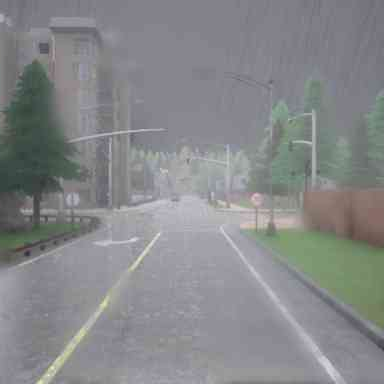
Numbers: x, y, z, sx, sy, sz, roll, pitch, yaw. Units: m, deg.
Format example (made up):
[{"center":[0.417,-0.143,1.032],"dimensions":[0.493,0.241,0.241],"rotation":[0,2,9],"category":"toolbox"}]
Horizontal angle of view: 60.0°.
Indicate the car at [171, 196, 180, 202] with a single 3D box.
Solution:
[{"center":[-3.500,1.487,72.333],"dimensions":[2.033,1.411,5.357],"rotation":[0,0,0],"category":"car"}]
